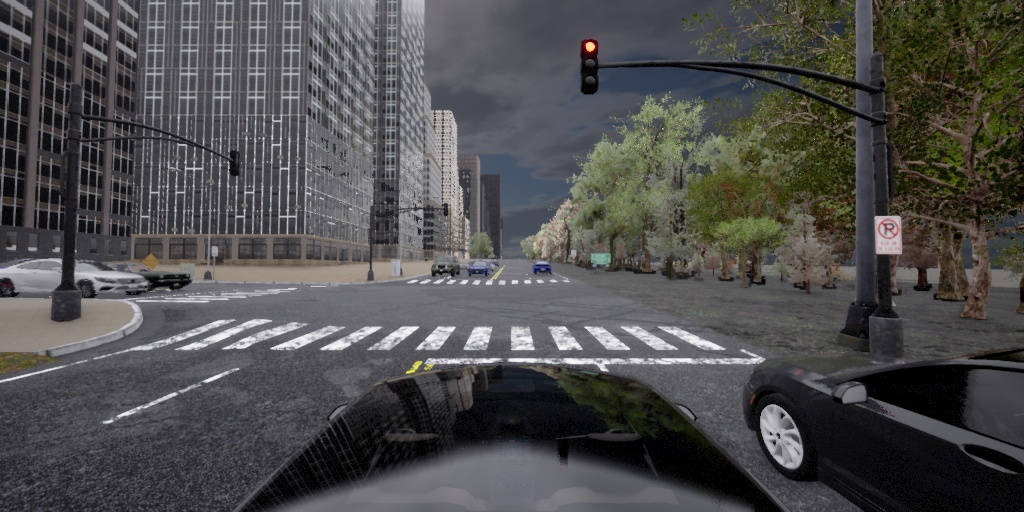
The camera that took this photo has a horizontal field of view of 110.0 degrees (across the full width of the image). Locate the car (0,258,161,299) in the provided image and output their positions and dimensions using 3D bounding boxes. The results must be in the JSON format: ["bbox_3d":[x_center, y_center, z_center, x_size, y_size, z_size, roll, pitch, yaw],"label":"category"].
[{"bbox_3d":[-16.702,0.837,13.629,4.674,1.442,1.812,1,-2,0],"label":"car"}]

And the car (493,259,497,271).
[{"bbox_3d":[-3.340,1.382,47.540,1.895,1.301,4.718,0,0,0],"label":"car"}]

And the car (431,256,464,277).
[{"bbox_3d":[-6.595,0.995,36.238,2.150,2.045,5.566,0,0,0],"label":"car"}]

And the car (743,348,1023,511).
[{"bbox_3d":[3.348,1.247,1.803,1.837,1.490,4.892,-1,0,0],"label":"car"}]

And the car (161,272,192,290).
[{"bbox_3d":[-18.221,1.012,16.960,4.718,1.301,1.895,1,-2,-4],"label":"car"}]

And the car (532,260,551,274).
[{"bbox_3d":[3.367,1.224,41.229,1.882,1.535,5.008,0,1,0],"label":"car"}]

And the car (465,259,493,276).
[{"bbox_3d":[-3.339,1.252,37.094,1.882,1.535,5.008,0,0,0],"label":"car"}]

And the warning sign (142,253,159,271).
[{"bbox_3d":[-26.156,0.734,25.897,1.060,1.860,1.300,0,0,-4],"label":"warning sign"}]
